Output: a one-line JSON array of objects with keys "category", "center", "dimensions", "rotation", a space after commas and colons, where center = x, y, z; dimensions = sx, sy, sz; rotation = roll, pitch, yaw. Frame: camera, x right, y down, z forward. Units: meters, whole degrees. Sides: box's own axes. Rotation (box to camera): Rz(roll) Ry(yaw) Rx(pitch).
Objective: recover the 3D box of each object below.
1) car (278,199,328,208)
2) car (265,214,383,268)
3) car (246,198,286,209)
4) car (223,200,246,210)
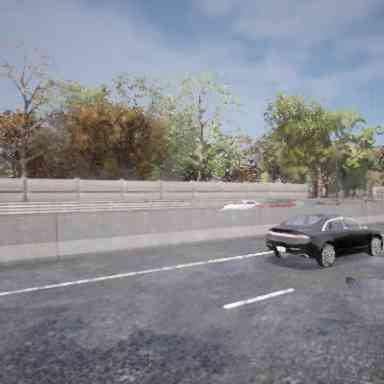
[{"category": "car", "center": [10.085, 1.564, 28.259], "dimensions": [5.357, 1.411, 2.033], "rotation": [0, 0, -35]}, {"category": "car", "center": [4.645, 1.497, 11.362], "dimensions": [4.902, 1.511, 2.128], "rotation": [0, 0, -35]}, {"category": "car", "center": [7.626, 1.366, 30.808], "dimensions": [4.553, 1.767, 2.097], "rotation": [0, 0, -35]}, {"category": "car", "center": [5.210, 1.541, 33.390], "dimensions": [4.674, 1.442, 1.812], "rotation": [0, 0, -35]}]
